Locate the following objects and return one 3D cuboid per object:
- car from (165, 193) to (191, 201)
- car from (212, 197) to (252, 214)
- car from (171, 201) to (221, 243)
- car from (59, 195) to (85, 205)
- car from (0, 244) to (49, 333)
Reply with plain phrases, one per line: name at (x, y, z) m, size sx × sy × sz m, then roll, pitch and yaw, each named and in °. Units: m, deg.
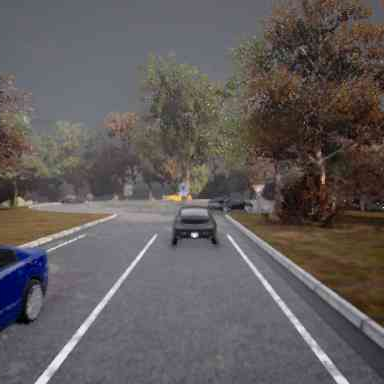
car at (-2.740, 0.952, 63.678) m, size 5.008 × 1.535 × 1.882 m, roll 0°, pitch 0°, yaw -4°
car at (3.748, 1.224, 32.303) m, size 4.902 × 1.511 × 2.128 m, roll 0°, pitch 0°, yaw -36°
car at (0.100, 1.379, 15.257) m, size 1.837 × 1.490 × 4.892 m, roll 0°, pitch 1°, yaw 0°
car at (-17.621, 1.140, 49.285) m, size 2.033 × 1.411 × 5.357 m, roll 0°, pitch 0°, yaw 4°
car at (-3.598, 1.442, 4.184) m, size 1.882 × 1.535 × 5.008 m, roll 0°, pitch 0°, yaw 0°
